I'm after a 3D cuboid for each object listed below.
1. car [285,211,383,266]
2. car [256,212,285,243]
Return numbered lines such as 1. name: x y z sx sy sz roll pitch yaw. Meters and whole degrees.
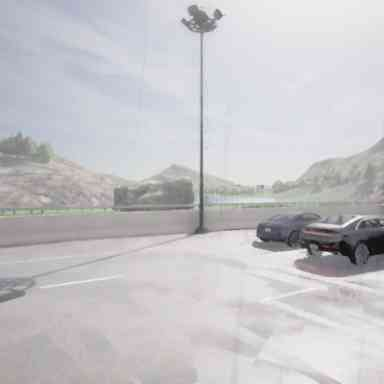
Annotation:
1. car: 5.854 1.482 11.428 4.902 1.511 2.128 0 0 -30
2. car: 4.917 1.553 14.917 4.181 1.385 1.994 0 0 -30
